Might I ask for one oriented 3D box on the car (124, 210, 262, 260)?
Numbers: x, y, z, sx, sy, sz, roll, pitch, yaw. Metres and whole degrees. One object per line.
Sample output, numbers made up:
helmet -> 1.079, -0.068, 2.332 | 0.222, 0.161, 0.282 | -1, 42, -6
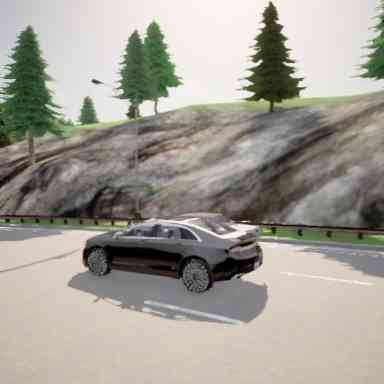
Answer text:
car -> -0.019, 1.441, 12.227 | 4.718, 1.301, 1.895 | 0, 1, 29

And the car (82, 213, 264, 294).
car -> -0.676, 1.388, 8.449 | 4.902, 1.511, 2.128 | 0, 1, 30
